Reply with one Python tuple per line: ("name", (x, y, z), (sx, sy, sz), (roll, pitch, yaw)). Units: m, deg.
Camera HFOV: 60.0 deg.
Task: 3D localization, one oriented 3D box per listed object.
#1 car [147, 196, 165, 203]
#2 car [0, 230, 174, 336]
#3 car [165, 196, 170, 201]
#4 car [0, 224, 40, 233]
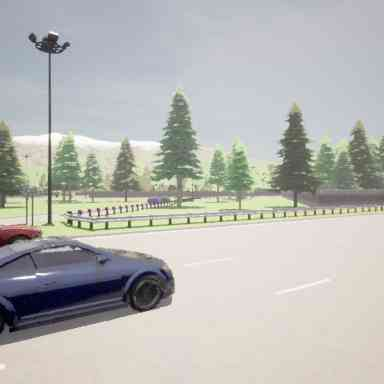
("car", (-6.648, 1.473, 59.425), (1.882, 1.535, 5.008), (0, 0, 5))
("car", (-2.423, 1.564, 6.316), (4.181, 1.385, 1.994), (0, 0, -35))
("car", (-5.672, 1.520, 69.464), (1.812, 1.442, 4.674), (0, 0, 5))
("car", (-7.712, 1.477, 11.143), (5.008, 1.535, 1.882), (0, 0, -35))
